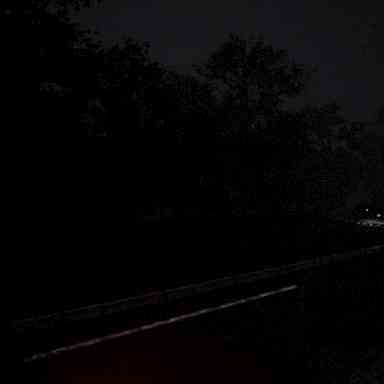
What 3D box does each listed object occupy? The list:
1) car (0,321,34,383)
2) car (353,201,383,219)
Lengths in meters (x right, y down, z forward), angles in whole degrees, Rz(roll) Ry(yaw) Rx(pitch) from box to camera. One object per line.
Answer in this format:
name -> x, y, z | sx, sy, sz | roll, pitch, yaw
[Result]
car -> -3.368, 1.615, 1.584 | 4.718, 1.301, 1.895 | -1, 0, -35
car -> 14.325, 1.403, 26.639 | 1.895, 1.301, 4.718 | 0, 0, 15
